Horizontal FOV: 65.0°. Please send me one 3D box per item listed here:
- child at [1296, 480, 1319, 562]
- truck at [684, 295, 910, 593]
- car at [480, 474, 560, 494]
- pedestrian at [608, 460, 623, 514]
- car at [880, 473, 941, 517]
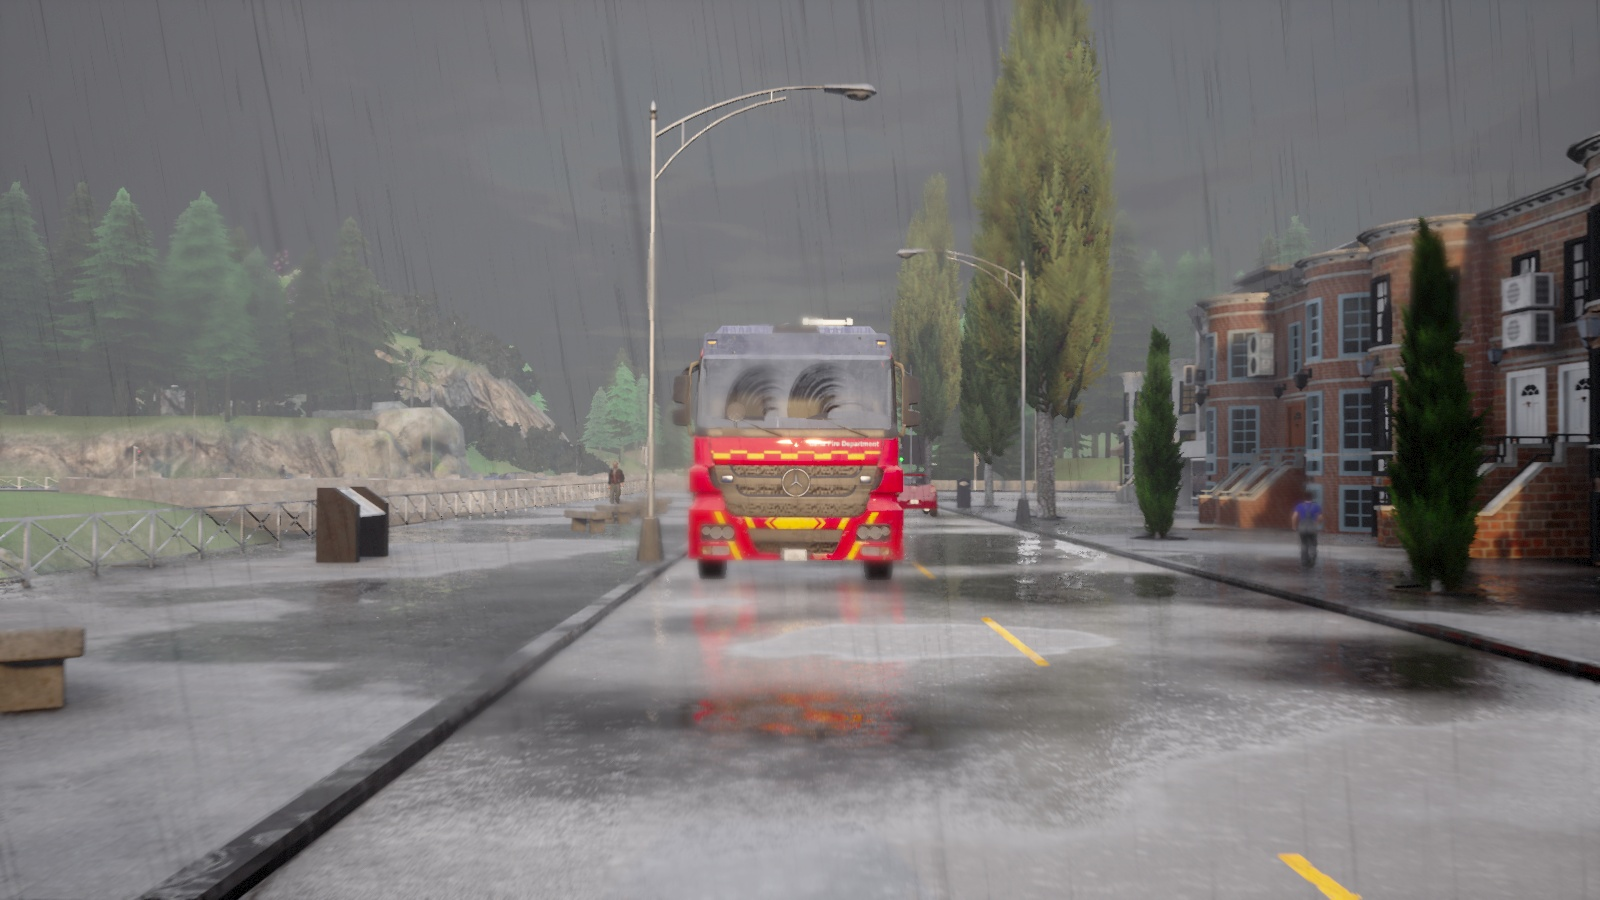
[{"bbox_3d":[7.937,1.102,19.640,0.270,1.263,0.437,-1,-1,29],"label":"child"},{"bbox_3d":[-0.058,-0.009,20.386,2.891,3.827,8.468,0,-1,0],"label":"truck"},{"bbox_3d":[-20.439,2.479,91.764,5.357,1.411,2.033,0,-1,0],"label":"car"},{"bbox_3d":[-6.398,1.279,43.552,0.376,1.854,0.720,0,-1,4],"label":"pedestrian"},{"bbox_3d":[3.883,1.559,44.560,1.845,1.501,3.633,0,-1,0],"label":"car"}]
